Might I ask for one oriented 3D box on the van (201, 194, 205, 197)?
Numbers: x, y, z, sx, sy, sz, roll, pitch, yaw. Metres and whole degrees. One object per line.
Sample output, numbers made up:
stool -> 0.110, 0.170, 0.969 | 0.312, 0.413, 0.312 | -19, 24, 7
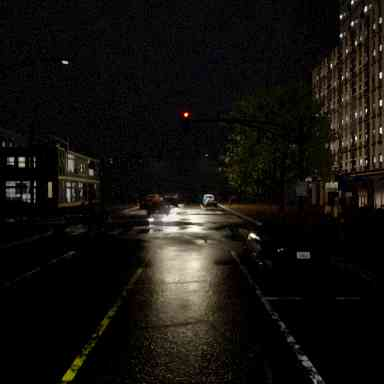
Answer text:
van -> 2.710, 1.345, 53.704 | 1.690, 1.788, 3.998 | 0, 0, 0

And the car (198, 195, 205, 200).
car -> 2.721, 1.534, 92.731 | 1.752, 1.417, 4.829 | 0, 0, 0

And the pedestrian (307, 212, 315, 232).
pedestrian -> 6.162, 1.522, 17.092 | 0.500, 1.100, 0.500 | 0, 0, 0

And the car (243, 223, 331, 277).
car -> 2.697, 1.566, 10.123 | 1.947, 1.339, 4.313 | 0, 0, 0

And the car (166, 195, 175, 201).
car -> -5.662, 1.559, 87.010 | 2.008, 1.369, 4.403 | 0, 0, 0

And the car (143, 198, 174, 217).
car -> -3.090, 1.566, 31.521 | 1.994, 1.385, 4.181 | 0, 0, 0

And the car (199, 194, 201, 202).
car -> 2.712, 1.556, 64.806 | 2.008, 1.369, 4.403 | 0, 0, 0

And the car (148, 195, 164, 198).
car -> -5.672, 1.318, 48.153 | 2.192, 1.841, 5.009 | 0, 0, 0

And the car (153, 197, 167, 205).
car -> -5.670, 1.555, 59.255 | 2.008, 1.369, 4.403 | 0, 0, 0

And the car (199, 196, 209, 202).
car -> 2.715, 1.572, 75.908 | 1.947, 1.339, 4.313 | 0, 0, 0

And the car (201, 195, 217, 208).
car -> 2.707, 1.529, 48.322 | 1.752, 1.417, 4.829 | 0, 0, 0

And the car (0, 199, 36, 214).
car -> -17.260, 1.372, 31.608 | 4.507, 1.381, 1.887 | 1, -1, -1

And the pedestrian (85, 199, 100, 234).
pedestrian -> -5.319, 1.295, 17.805 | 0.375, 1.860, 0.375 | 0, 0, 0

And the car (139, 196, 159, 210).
car -> -5.675, 1.585, 42.602 | 1.802, 1.307, 4.206 | 0, 0, 0

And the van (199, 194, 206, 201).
van -> 2.720, 1.349, 87.010 | 1.690, 1.788, 3.998 | 0, 0, 0

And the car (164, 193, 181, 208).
car -> -3.083, 1.227, 48.700 | 2.150, 2.045, 5.566 | 0, 0, 0

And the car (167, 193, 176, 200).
car -> -5.660, 1.324, 92.561 | 2.192, 1.841, 5.009 | 0, 0, 0

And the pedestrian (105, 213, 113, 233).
pedestrian -> -4.484, 1.675, 18.394 | 0.500, 1.100, 0.500 | 0, 0, 0
